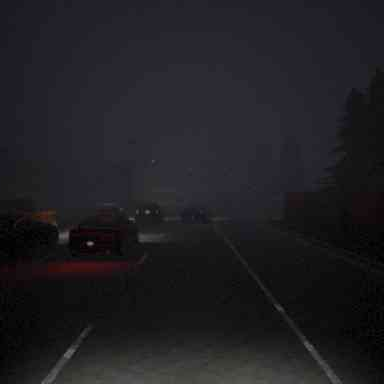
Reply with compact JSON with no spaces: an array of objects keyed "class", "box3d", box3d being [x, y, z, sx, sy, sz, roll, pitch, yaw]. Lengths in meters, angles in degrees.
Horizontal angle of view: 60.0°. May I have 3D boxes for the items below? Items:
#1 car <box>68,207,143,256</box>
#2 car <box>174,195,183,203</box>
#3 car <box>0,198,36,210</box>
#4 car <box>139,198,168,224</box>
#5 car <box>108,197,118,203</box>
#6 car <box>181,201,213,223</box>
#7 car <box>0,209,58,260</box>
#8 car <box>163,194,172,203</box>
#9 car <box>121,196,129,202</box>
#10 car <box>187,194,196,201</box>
[{"class":"car","box3d":[-3.476,1.633,13.878,1.882,1.535,5.008,0,0,0]},{"class":"car","box3d":[-3.608,1.928,89.667,2.097,1.767,4.553,0,3,0]},{"class":"car","box3d":[-14.011,1.509,25.375,2.150,2.045,5.566,0,-1,0]},{"class":"car","box3d":[-3.480,1.664,28.061,2.097,1.767,4.553,0,-1,0]},{"class":"car","box3d":[-21.102,2.173,88.534,2.128,1.511,4.902,0,2,0]},{"class":"car","box3d":[0.574,1.798,28.790,1.882,1.535,5.008,0,0,13]},{"class":"car","box3d":[-6.982,1.640,13.140,2.128,1.511,4.902,0,0,0]},{"class":"car","box3d":[-7.108,2.049,89.683,1.882,1.535,5.008,0,3,0]},{"class":"car","box3d":[-17.602,2.002,88.579,2.097,1.767,4.553,0,2,0]},{"class":"car","box3d":[-0.108,1.796,89.741,2.150,2.045,5.566,0,3,0]}]
